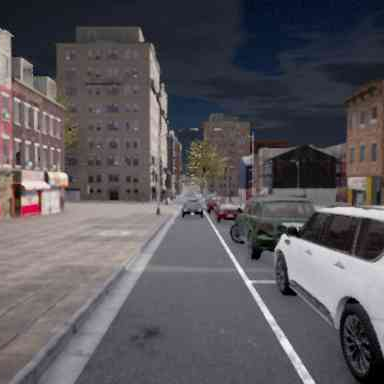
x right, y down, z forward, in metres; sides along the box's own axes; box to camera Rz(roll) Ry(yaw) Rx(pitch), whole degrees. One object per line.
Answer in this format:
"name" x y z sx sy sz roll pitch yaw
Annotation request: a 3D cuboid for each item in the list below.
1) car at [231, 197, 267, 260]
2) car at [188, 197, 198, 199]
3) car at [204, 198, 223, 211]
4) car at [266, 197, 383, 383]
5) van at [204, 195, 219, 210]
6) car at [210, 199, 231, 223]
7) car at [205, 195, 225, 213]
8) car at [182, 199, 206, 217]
"car" 2.975 1.184 12.473 2.150 2.045 5.566 0 0 0
"car" 0.086 1.450 44.206 2.128 1.511 4.902 0 0 -1
"car" 2.605 1.506 40.672 2.008 1.369 4.403 -2 0 0
"car" 2.979 1.209 5.460 2.150 2.045 5.566 0 0 0
"van" 2.598 1.301 43.993 1.690 1.788 3.998 -2 0 0
"car" 2.610 1.492 25.107 1.887 1.381 4.507 -2 0 0
"car" 2.600 1.265 35.688 2.192 1.841 5.009 -2 0 0
"car" 0.059 1.547 30.297 1.895 1.301 4.718 0 0 0
